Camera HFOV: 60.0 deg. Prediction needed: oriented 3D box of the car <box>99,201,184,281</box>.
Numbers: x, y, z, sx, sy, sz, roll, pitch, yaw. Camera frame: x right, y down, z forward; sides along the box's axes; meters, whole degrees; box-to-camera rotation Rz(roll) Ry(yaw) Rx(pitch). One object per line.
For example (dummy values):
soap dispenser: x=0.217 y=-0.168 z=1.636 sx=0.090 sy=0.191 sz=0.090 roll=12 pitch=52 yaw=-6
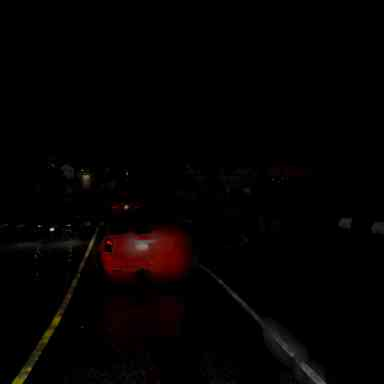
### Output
car: x=-1.578 y=1.333 z=10.060 sx=2.097 sy=1.767 sz=4.553 roll=0 pitch=0 yaw=-11

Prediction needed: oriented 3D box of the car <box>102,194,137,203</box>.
car: x=-5.647 y=1.187 z=25.956 sx=2.150 sy=2.045 sz=5.566 roll=1 pitch=-1 yaw=-22

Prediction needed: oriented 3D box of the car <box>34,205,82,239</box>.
car: x=-6.890 y=1.490 z=17.479 sx=1.837 sy=1.490 sz=4.892 roll=0 pitch=0 yaw=-13
